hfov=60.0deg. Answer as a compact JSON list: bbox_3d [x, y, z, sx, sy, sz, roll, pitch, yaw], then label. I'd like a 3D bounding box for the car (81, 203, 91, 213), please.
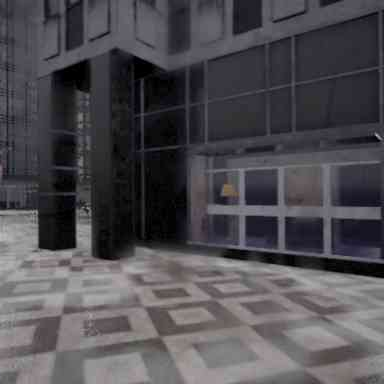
[{"bbox_3d":[-13.021,1.932,47.552,2.150,2.045,5.566,-1,-1,36],"label":"car"}]
